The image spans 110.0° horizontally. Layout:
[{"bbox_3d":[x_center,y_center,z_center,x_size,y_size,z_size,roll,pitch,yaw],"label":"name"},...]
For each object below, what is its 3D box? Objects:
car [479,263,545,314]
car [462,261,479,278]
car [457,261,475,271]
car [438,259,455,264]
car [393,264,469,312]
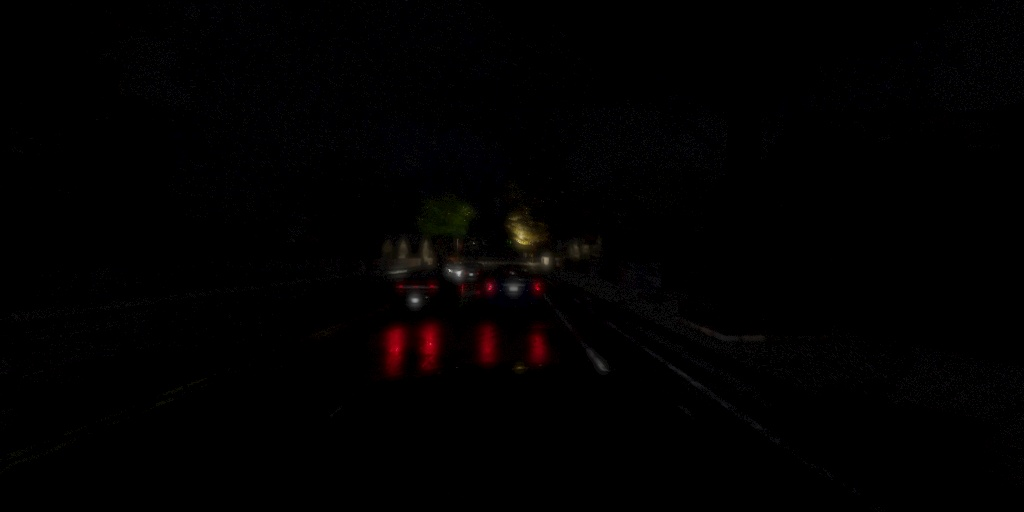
[{"bbox_3d":[0.074,1.101,13.897,2.097,1.767,4.553,0,0,0],"label":"car"},{"bbox_3d":[-3.165,1.277,30.263,1.812,1.442,4.674,0,0,0],"label":"car"},{"bbox_3d":[-6.564,1.353,51.760,1.895,1.301,4.718,0,0,0],"label":"car"},{"bbox_3d":[-9.799,1.230,53.723,1.882,1.535,5.008,0,0,0],"label":"car"},{"bbox_3d":[-3.174,1.243,14.209,2.128,1.511,4.902,0,0,0],"label":"car"}]
